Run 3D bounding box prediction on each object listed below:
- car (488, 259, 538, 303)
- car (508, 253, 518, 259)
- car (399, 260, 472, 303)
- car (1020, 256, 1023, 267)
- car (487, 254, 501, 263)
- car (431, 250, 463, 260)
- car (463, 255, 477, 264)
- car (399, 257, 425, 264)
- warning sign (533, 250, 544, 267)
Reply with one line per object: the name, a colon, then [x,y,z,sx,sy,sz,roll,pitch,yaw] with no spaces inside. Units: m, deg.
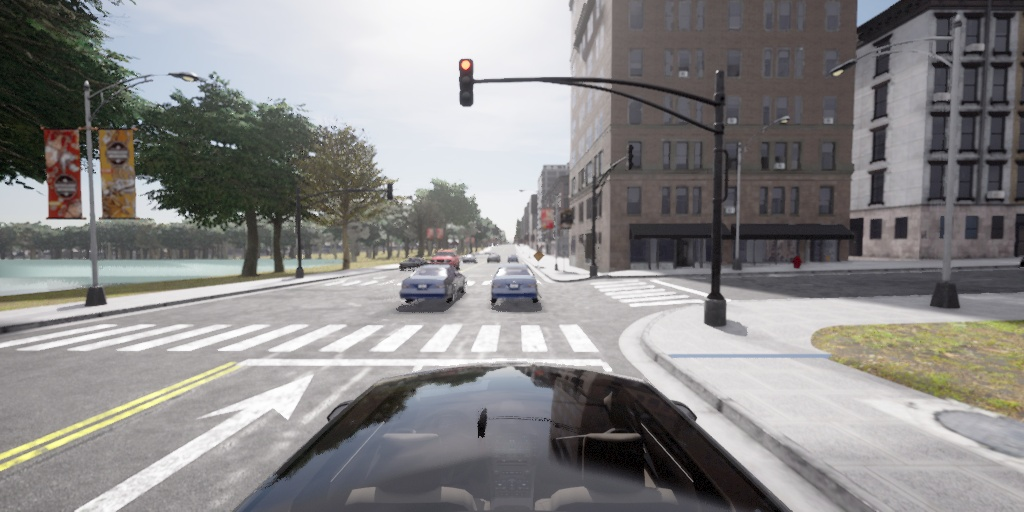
car: [0.103,1.054,15.188,2.033,1.411,5.357,-1,1,0]
car: [0.178,0.400,59.780,2.033,1.411,5.357,0,1,1]
car: [-3.134,1.072,15.126,2.033,1.411,5.357,0,1,0]
car: [27.348,0.005,16.982,4.892,1.490,1.837,-2,2,0]
car: [-3.075,0.420,59.578,1.994,1.385,4.181,0,1,1]
car: [-6.526,0.429,35.354,2.150,2.045,5.566,0,1,0]
car: [-6.450,0.489,54.966,1.994,1.385,4.181,0,1,0]
car: [-9.773,0.799,35.970,1.895,1.301,4.718,0,1,0]
warning sign: [2.933,0.258,39.870,1.300,1.860,1.060,0,0,0]
